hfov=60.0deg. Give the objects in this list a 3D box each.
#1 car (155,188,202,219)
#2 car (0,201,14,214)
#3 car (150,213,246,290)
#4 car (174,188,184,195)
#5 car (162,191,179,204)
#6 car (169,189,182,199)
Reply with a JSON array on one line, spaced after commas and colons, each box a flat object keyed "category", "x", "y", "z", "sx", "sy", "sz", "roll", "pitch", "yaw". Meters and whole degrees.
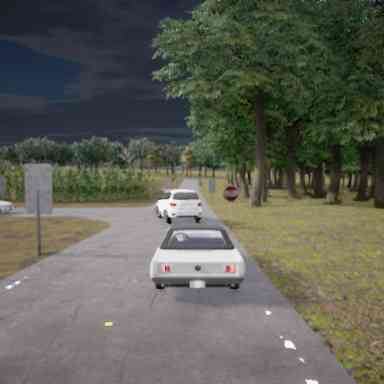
[{"category": "car", "x": -0.999, "y": 0.887, "z": 22.127, "sx": 2.150, "sy": 2.045, "sz": 5.566, "roll": 0, "pitch": 1, "yaw": -16}, {"category": "car", "x": -16.621, "y": 1.000, "z": 26.226, "sx": 4.674, "sy": 1.442, "sz": 1.812, "roll": 0, "pitch": 3, "yaw": -6}, {"category": "car", "x": 0.118, "y": 1.476, "z": 8.685, "sx": 1.895, "sy": 1.301, "sz": 4.718, "roll": 0, "pitch": 1, "yaw": 0}, {"category": "car", "x": -2.627, "y": -0.136, "z": 67.818, "sx": 1.994, "sy": 1.385, "sz": 4.181, "roll": 0, "pitch": 2, "yaw": 0}, {"category": "car", "x": -2.755, "y": 0.703, "z": 43.213, "sx": 1.812, "sy": 1.442, "sz": 4.674, "roll": 0, "pitch": 2, "yaw": 0}, {"category": "car", "x": -2.718, "y": 0.294, "z": 55.572, "sx": 1.812, "sy": 1.442, "sz": 4.674, "roll": 0, "pitch": 2, "yaw": 0}]
